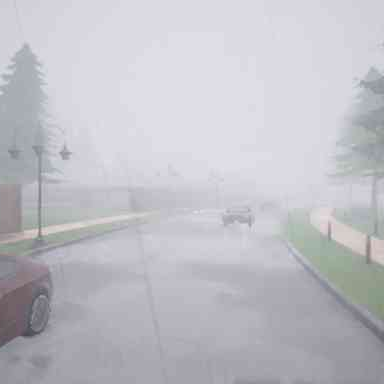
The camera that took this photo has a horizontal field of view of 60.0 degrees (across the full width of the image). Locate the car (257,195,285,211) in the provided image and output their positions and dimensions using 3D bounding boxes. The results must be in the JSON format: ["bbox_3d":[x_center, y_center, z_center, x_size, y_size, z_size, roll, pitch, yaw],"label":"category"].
[{"bbox_3d":[9.532,1.481,39.967,1.837,1.490,4.892,0,0,24],"label":"car"}]

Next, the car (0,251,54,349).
[{"bbox_3d":[-3.336,1.506,3.950,1.812,1.442,4.674,0,0,3],"label":"car"}]

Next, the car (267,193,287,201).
[{"bbox_3d":[19.084,1.130,76.809,3.866,1.878,1.905,0,0,37],"label":"car"}]

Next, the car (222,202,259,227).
[{"bbox_3d":[3.316,1.578,22.861,1.895,1.301,4.718,0,0,14],"label":"car"}]

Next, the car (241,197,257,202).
[{"bbox_3d":[7.977,1.451,45.128,2.128,1.511,4.902,0,0,29],"label":"car"}]
